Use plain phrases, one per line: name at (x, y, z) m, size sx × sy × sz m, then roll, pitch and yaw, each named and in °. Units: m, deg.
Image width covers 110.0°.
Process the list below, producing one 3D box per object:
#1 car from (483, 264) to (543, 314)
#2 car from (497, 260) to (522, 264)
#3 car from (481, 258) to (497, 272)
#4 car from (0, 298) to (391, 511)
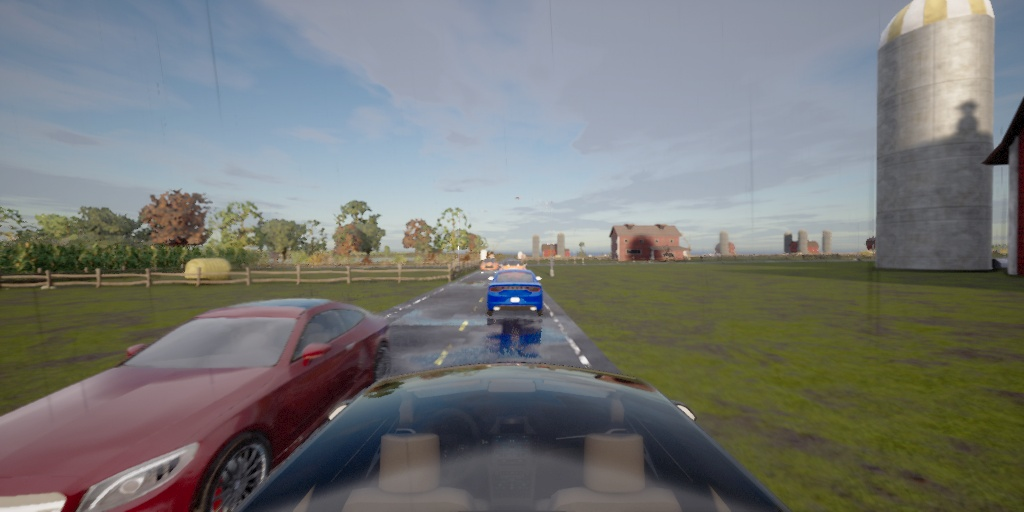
car at (0.106, 1.224, 13.704) m, size 1.882 × 1.535 × 5.008 m, roll 0°, pitch 0°, yaw 0°
car at (0.089, 1.091, 29.617) m, size 2.097 × 1.767 × 4.553 m, roll 0°, pitch 0°, yaw 0°
car at (-2.853, 1.084, 46.614) m, size 2.097 × 1.767 × 4.553 m, roll 0°, pitch 0°, yaw 0°
car at (-2.852, 1.275, 4.134) m, size 1.812 × 1.442 × 4.674 m, roll 0°, pitch 0°, yaw 0°
